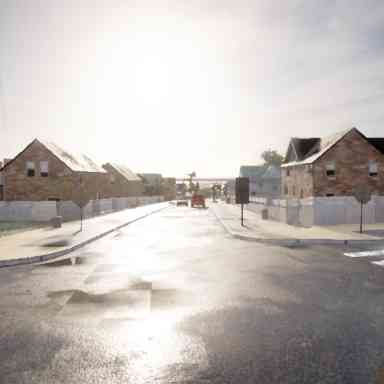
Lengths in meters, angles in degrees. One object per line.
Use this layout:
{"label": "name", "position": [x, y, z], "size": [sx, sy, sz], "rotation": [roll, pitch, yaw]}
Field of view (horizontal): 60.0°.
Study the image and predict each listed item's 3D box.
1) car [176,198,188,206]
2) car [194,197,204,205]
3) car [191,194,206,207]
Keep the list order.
{"label": "car", "position": [-1.617, 1.711, 57.915], "size": [2.033, 1.411, 5.357], "rotation": [0, 0, 2]}
{"label": "car", "position": [1.384, 1.770, 64.053], "size": [1.994, 1.385, 4.181], "rotation": [0, 0, 3]}
{"label": "car", "position": [0.980, 1.363, 53.666], "size": [2.150, 2.045, 5.566], "rotation": [0, 0, 2]}
